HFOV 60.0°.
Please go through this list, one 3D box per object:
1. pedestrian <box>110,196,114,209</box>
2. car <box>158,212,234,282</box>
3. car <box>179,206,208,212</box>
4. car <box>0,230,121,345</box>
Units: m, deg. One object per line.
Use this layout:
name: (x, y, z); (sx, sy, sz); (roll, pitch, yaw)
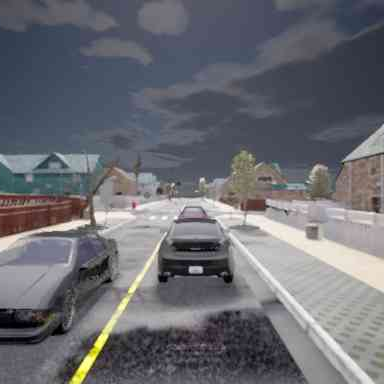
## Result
pedestrian: (-9.625, 1.096, 39.740); (0.375, 1.860, 0.375); (0, -2, 0)
car: (0.091, 1.511, 9.696); (1.837, 1.490, 4.892); (0, -1, 0)
car: (0.084, 1.594, 21.537); (1.994, 1.385, 4.181); (0, 0, 0)
car: (-2.847, 1.554, 6.957); (2.033, 1.411, 5.357); (0, 0, 0)
